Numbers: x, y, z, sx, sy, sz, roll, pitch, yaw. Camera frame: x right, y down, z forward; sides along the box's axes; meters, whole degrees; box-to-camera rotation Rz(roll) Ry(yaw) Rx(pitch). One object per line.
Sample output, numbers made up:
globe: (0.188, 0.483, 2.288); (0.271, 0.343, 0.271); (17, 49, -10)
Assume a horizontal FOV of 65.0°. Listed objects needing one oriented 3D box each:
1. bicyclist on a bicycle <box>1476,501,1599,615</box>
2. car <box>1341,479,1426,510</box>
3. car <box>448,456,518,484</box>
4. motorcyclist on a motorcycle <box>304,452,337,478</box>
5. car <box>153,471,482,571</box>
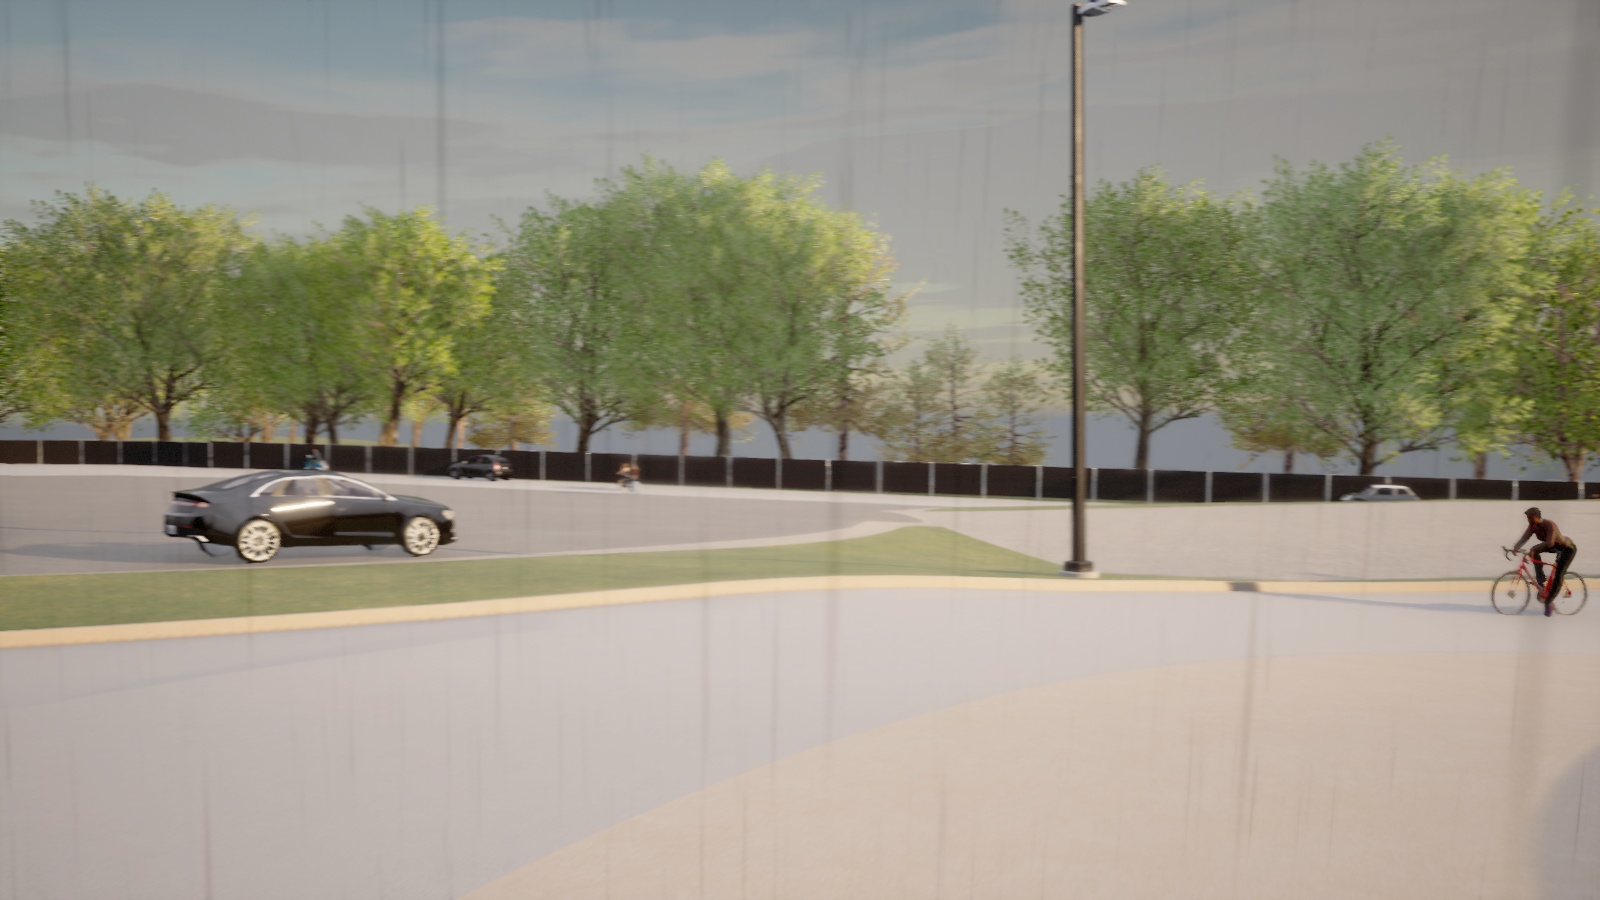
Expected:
bicyclist on a bicycle: (10.974, 1.583, 18.603); (1.656, 1.620, 0.582); (0, 2, -11)
car: (31.103, 2.374, 67.054); (3.806, 1.475, 1.970); (1, 2, 16)
car: (-20.125, 1.251, 79.769); (3.988, 1.617, 1.851); (2, 2, 21)
motorcyclist on a motorcycle: (-32.211, 0.996, 84.289); (1.817, 1.590, 0.866); (1, 9, 20)
car: (-8.322, 1.151, 21.987); (2.128, 1.511, 4.902); (1, 0, 45)
